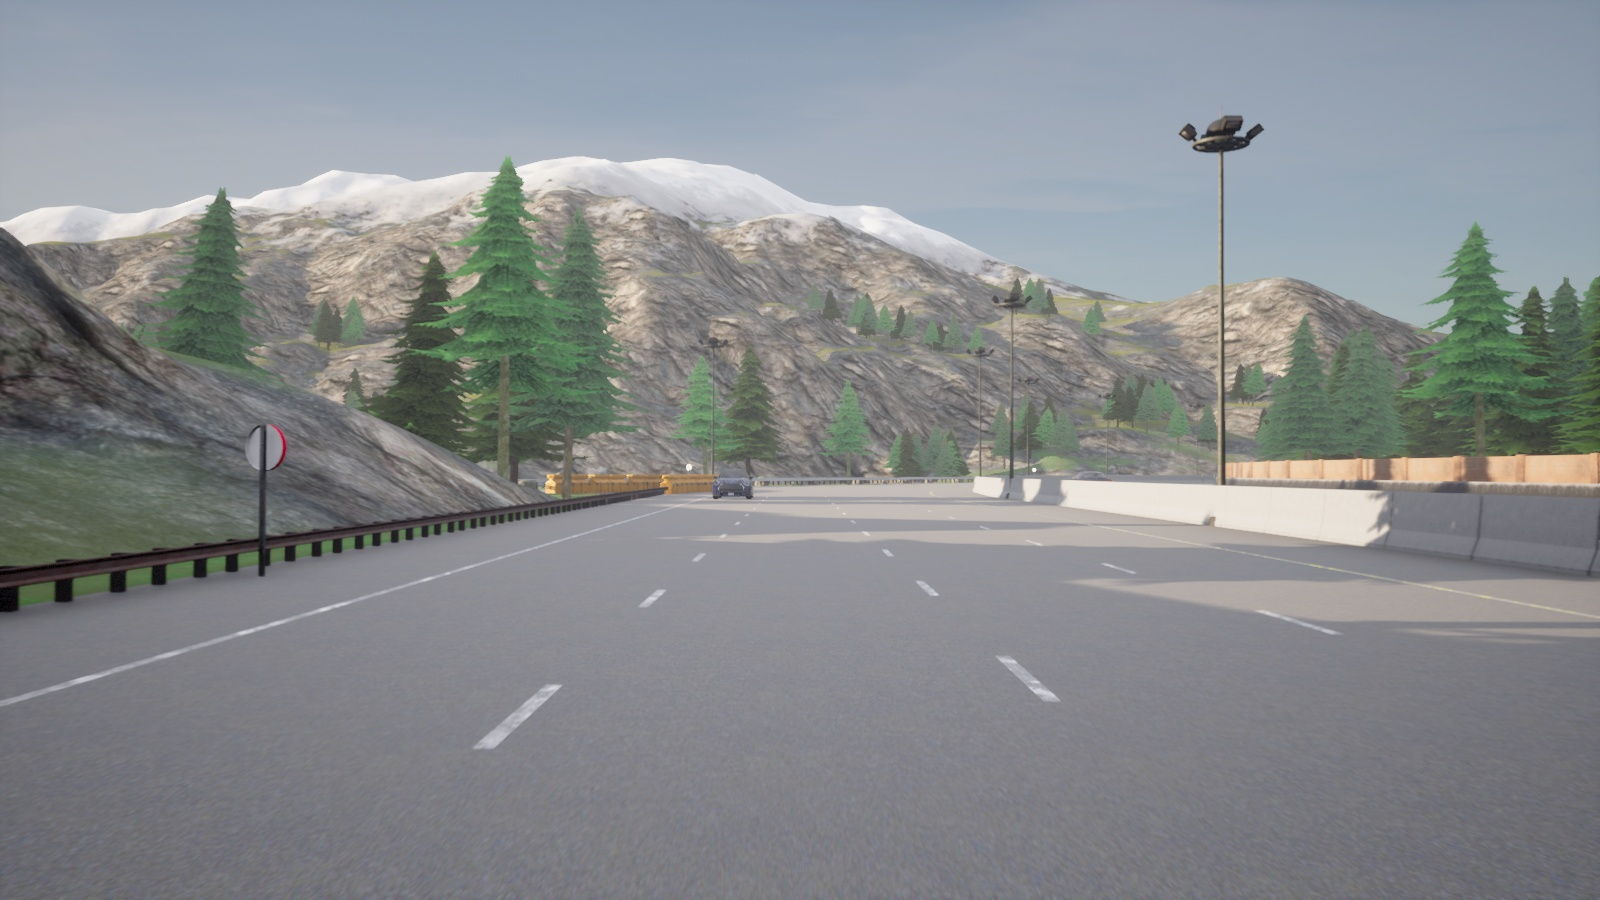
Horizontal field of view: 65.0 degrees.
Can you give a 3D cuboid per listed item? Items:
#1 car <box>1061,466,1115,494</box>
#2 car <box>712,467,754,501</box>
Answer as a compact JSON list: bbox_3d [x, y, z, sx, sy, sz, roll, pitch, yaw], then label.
[{"bbox_3d":[17.347,1.794,75.896,2.152,1.651,5.027,0,-1,1],"label":"car"},{"bbox_3d":[-3.666,1.849,69.364,2.097,1.767,4.553,0,-1,0],"label":"car"}]
